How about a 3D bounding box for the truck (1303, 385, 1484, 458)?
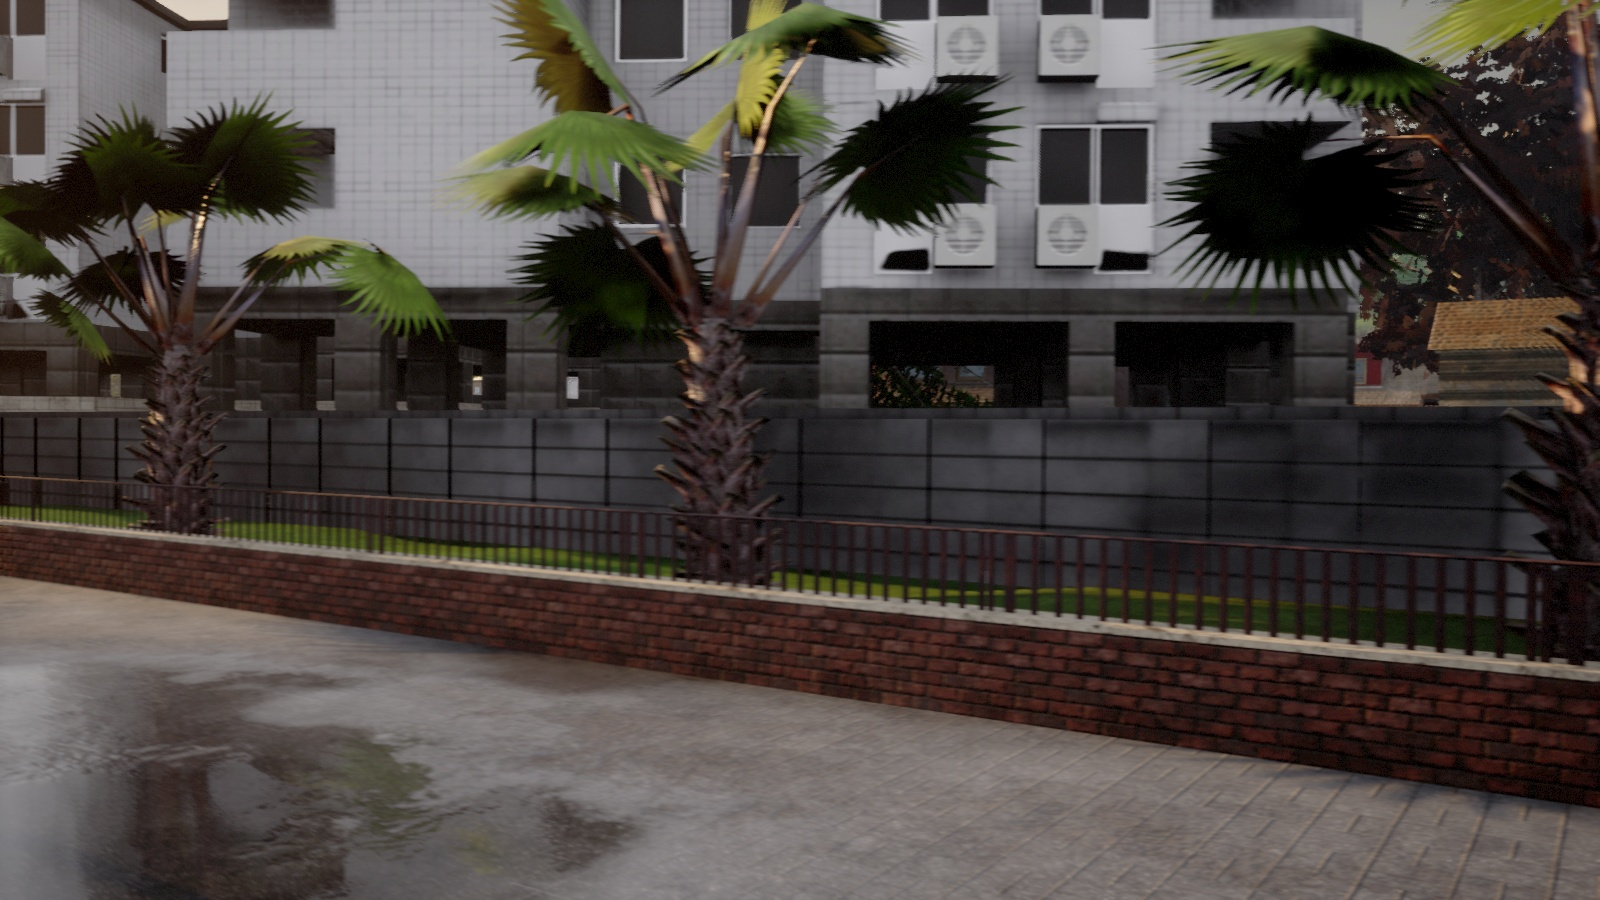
[{"bbox_3d":[29.909,-1.389,63.480,7.936,3.462,2.891,0,1,34],"label":"truck"}]
